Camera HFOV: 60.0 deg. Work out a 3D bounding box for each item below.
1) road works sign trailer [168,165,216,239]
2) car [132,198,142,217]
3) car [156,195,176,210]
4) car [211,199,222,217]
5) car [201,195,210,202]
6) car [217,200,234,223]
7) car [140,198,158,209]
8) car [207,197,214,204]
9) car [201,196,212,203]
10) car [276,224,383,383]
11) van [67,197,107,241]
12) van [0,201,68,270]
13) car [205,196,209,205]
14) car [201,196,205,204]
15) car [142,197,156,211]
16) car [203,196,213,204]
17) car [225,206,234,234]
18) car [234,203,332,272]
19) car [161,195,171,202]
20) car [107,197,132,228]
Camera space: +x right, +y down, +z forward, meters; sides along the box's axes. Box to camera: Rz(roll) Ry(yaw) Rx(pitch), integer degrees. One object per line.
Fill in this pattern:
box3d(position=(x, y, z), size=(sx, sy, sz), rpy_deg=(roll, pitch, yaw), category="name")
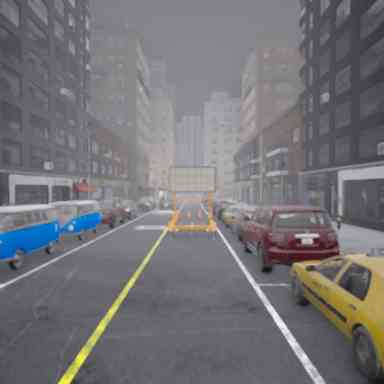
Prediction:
box3d(position=(0.012, 0.433, 17.032), size=(2.380, 3.560, 2.880), rpy_deg=(0, 0, 0), category="road works sign trailer")
box3d(position=(-5.668, 1.387, 27.375), size=(1.967, 1.590, 4.097), rpy_deg=(-1, 0, 0), category="car")
box3d(position=(-3.072, 1.408, 42.029), size=(2.128, 1.511, 4.902), rpy_deg=(0, 0, 0), category="car")
box3d(position=(2.868, 1.513, 27.373), size=(1.947, 1.339, 4.313), rpy_deg=(-1, 0, 0), category="car")
box3d(position=(2.894, 1.419, 72.060), size=(1.802, 1.307, 4.206), rpy_deg=(-1, 0, 0), category="car")
box3d(position=(2.865, 1.484, 21.957), size=(1.752, 1.417, 4.829), rpy_deg=(-1, 0, 0), category="car")
box3d(position=(-5.661, 1.493, 44.133), size=(1.802, 1.307, 4.206), rpy_deg=(-1, 0, 0), category="car")
box3d(position=(2.872, 1.501, 32.958), size=(1.947, 1.339, 4.313), rpy_deg=(-1, 0, 0), category="car")
box3d(position=(2.891, 1.419, 66.474), size=(1.947, 1.339, 4.313), rpy_deg=(-1, 0, 0), category="car")
box3d(position=(2.855, 1.516, 5.199), size=(1.752, 1.417, 4.829), rpy_deg=(-1, 0, 0), category="car")
box3d(position=(-5.673, 1.311, 16.204), size=(1.690, 1.788, 3.998), rpy_deg=(-1, 0, 0), category="van")
box3d(position=(-5.675, 1.322, 10.618), size=(1.690, 1.788, 3.998), rpy_deg=(-1, 0, 0), category="van")
box3d(position=(2.875, 1.474, 38.544), size=(2.008, 1.369, 4.403), rpy_deg=(-1, 0, 0), category="car")
box3d(position=(2.884, 1.434, 55.302), size=(2.008, 1.369, 4.403), rpy_deg=(-1, 0, 0), category="car")
box3d(position=(-5.664, 1.363, 38.547), size=(1.967, 1.590, 4.097), rpy_deg=(-1, 0, 0), category="car")
box3d(position=(2.887, 1.393, 61.057), size=(1.752, 1.417, 4.829), rpy_deg=(-1, 0, 0), category="car")
box3d(position=(2.863, 1.552, 16.201), size=(1.802, 1.307, 4.206), rpy_deg=(-1, 0, 0), category="car")
box3d(position=(2.856, 1.296, 10.614), size=(2.192, 1.841, 5.009), rpy_deg=(-1, 0, 0), category="car")
box3d(position=(-5.651, 1.382, 72.061), size=(1.887, 1.381, 4.507), rpy_deg=(-1, 0, 0), category="car")
box3d(position=(-5.671, 1.274, 21.790), size=(2.192, 1.841, 5.009), rpy_deg=(-1, 0, 0), category="car")
